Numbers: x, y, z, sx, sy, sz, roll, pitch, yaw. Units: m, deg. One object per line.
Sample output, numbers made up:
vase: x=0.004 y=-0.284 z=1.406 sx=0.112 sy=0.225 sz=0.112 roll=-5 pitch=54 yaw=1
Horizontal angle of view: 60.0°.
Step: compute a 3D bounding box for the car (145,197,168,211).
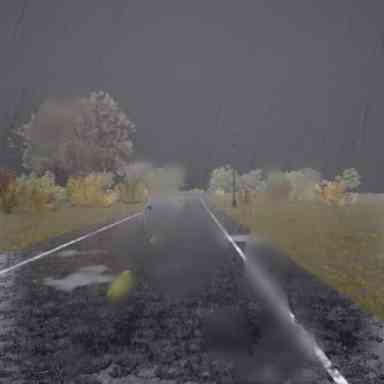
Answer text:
car: x=-3.382 y=1.210 z=32.266 sx=1.882 sy=1.535 sz=5.008 roll=0 pitch=0 yaw=0
